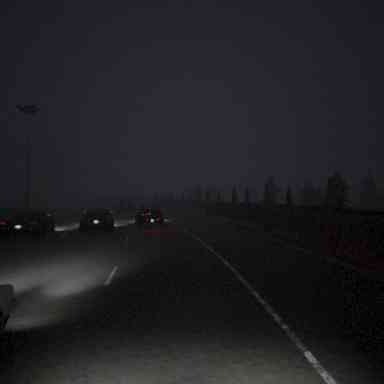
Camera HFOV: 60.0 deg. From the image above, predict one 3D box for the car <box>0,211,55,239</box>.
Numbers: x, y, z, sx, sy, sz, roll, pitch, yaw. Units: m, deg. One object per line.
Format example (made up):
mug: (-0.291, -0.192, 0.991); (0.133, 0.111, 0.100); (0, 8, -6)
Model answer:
car: (-8.988, 1.715, 18.484); (1.994, 1.385, 4.181); (0, 0, -10)

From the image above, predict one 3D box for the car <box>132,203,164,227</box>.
car: (-3.203, 1.678, 24.604); (1.837, 1.490, 4.892); (0, 0, -13)

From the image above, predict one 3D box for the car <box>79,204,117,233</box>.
car: (-6.003, 1.724, 21.259); (1.994, 1.385, 4.181); (0, 0, -12)

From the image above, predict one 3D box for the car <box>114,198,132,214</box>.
car: (-8.240, 1.641, 39.934); (2.097, 1.767, 4.553); (0, 0, -21)

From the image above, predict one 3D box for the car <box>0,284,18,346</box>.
car: (-3.598, 1.633, 3.087); (1.895, 1.301, 4.718); (0, 0, -2)
